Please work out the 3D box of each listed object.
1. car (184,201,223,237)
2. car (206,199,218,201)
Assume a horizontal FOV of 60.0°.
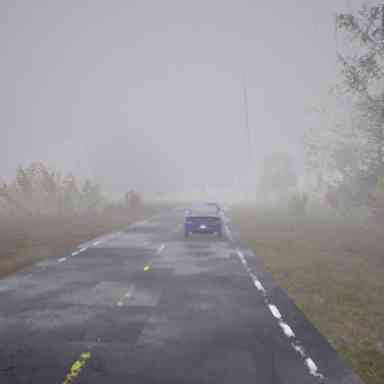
[{"bbox_3d":[0.642,1.479,18.058,1.882,1.535,5.008,0,0,3],"label":"car"},{"bbox_3d":[2.362,1.526,39.018,1.812,1.442,4.674,0,0,6],"label":"car"}]
